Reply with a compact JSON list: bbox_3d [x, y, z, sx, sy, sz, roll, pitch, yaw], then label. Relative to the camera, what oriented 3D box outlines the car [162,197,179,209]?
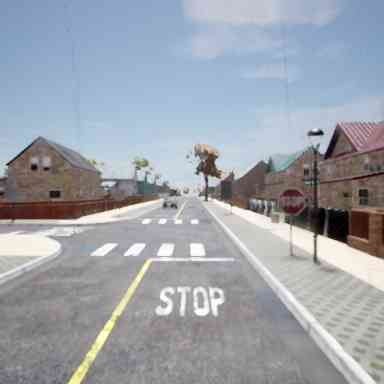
[{"bbox_3d":[-2.741,1.382,42.434,2.128,1.511,4.902,0,0,0],"label":"car"}]
